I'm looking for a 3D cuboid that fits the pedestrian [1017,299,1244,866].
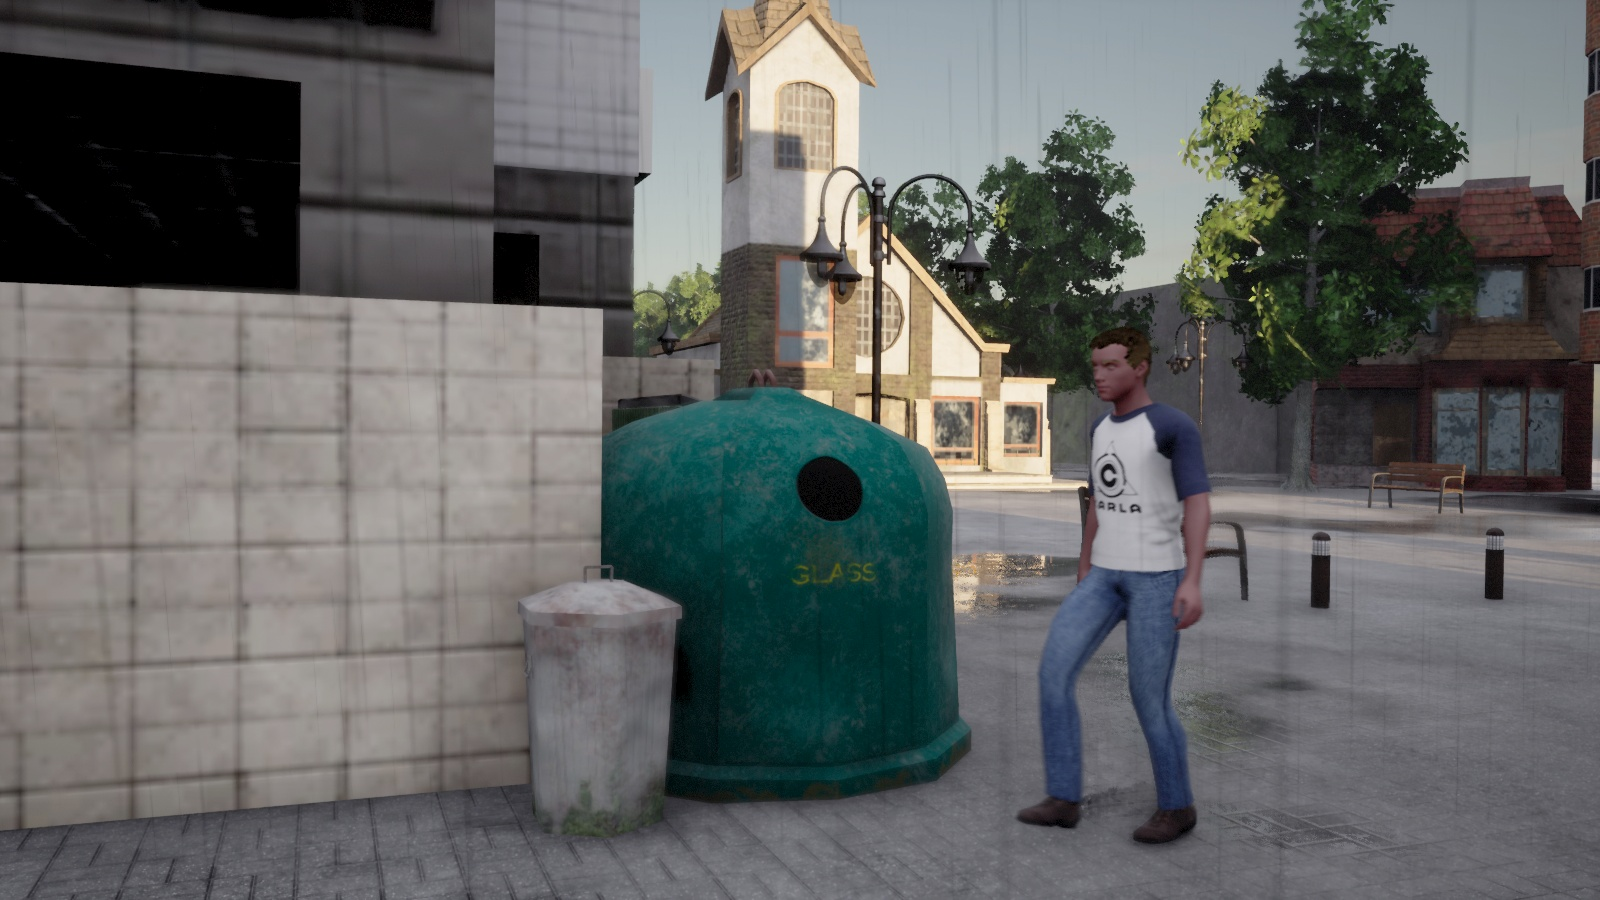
[{"bbox_3d":[1.158,0.424,4.385,0.706,1.836,0.354,-1,1,-30],"label":"pedestrian"}]
